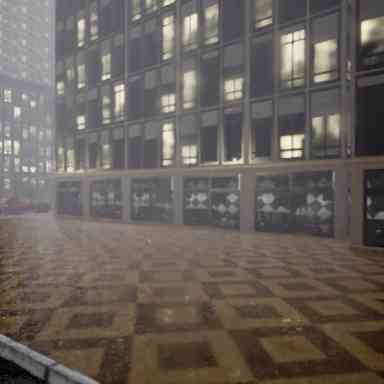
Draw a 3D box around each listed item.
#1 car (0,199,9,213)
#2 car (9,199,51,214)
[{"bbox_3d":[-23.071,1.717,35.654,2.192,1.841,5.009,0,0,39],"label":"car"},{"bbox_3d":[-19.687,1.725,40.062,2.192,1.841,5.009,0,0,39],"label":"car"}]
